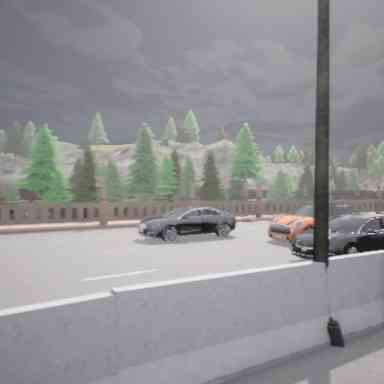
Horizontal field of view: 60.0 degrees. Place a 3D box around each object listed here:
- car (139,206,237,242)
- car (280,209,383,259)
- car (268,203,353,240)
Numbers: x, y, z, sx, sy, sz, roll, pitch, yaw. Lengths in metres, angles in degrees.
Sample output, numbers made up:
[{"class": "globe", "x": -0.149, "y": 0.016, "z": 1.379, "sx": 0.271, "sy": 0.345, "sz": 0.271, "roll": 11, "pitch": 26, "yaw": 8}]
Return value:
[{"class": "car", "x": -0.117, "y": 1.451, "z": 16.005, "sx": 4.902, "sy": 1.511, "sz": 2.128, "roll": 0, "pitch": 0, "yaw": -30}, {"class": "car", "x": 5.532, "y": 1.495, "z": 11.182, "sx": 4.892, "sy": 1.490, "sz": 1.837, "roll": 0, "pitch": 0, "yaw": -28}, {"class": "car", "x": 5.720, "y": 1.337, "z": 15.206, "sx": 4.553, "sy": 1.767, "sz": 2.097, "roll": 0, "pitch": 0, "yaw": -27}]
